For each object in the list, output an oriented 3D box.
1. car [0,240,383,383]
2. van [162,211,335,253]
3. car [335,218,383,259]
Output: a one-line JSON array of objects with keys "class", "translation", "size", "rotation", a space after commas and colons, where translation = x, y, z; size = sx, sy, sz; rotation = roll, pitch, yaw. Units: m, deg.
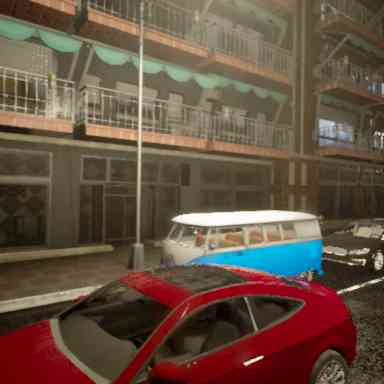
[{"class": "car", "translation": [-0.229, 1.526, 3.214], "size": [4.674, 1.442, 1.812], "rotation": [0, 0, -36]}, {"class": "van", "translation": [1.186, 1.344, 7.390], "size": [3.998, 1.788, 1.690], "rotation": [0, 1, -35]}, {"class": "car", "translation": [5.821, 1.557, 10.682], "size": [4.403, 1.369, 2.008], "rotation": [0, 1, -35]}]
